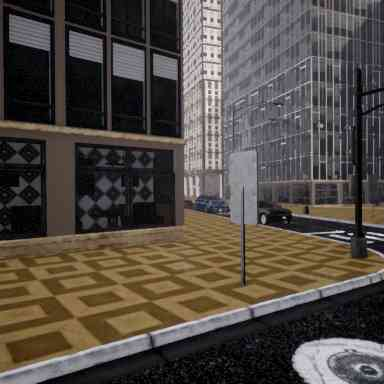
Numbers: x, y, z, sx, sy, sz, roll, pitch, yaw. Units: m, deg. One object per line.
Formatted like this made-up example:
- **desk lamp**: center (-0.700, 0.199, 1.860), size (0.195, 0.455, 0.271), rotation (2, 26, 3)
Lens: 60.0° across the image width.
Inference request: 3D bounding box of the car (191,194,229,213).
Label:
- **car**: center (1.835, 1.020, 31.924), size (2.097, 1.767, 4.553), rotation (-1, 1, -19)

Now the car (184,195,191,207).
- **car**: center (-1.318, 1.093, 41.344), size (1.994, 1.385, 4.181), rotation (-1, 1, -18)

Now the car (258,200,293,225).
- **car**: center (4.884, 1.277, 22.851), size (1.882, 1.535, 5.008), rotation (-1, 1, -19)
